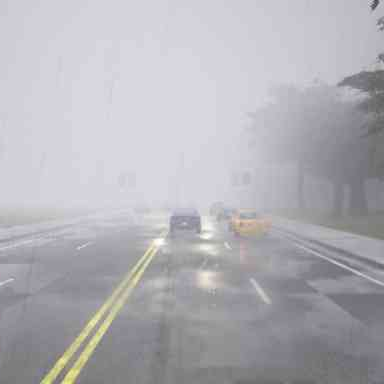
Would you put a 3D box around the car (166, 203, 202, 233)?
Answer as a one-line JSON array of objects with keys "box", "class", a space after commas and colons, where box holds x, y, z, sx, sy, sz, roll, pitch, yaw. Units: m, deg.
[{"box": [-0.358, 1.770, 22.069, 1.882, 1.535, 5.008, 0, -1, 2], "class": "car"}]

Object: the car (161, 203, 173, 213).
[{"box": [-3.411, 2.291, 48.445, 2.033, 1.411, 5.357, 0, -1, 0], "class": "car"}]

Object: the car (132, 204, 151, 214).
[{"box": [-6.658, 2.227, 44.399, 1.994, 1.385, 4.181, 0, -1, 0], "class": "car"}]

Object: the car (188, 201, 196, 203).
[{"box": [-0.019, 2.443, 58.491, 2.128, 1.511, 4.902, 0, -1, 0], "class": "car"}]

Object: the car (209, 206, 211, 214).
[{"box": [3.190, 2.040, 41.476, 2.033, 1.649, 4.856, 0, -1, 0], "class": "car"}]

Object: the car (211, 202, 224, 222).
[{"box": [3.207, 1.923, 30.501, 2.163, 1.488, 4.792, 0, -1, 0], "class": "car"}]

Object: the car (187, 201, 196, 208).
[{"box": [-0.108, 2.792, 74.959, 1.882, 1.535, 5.008, 0, -1, 0], "class": "car"}]

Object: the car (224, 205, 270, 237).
[{"box": [3.222, 1.714, 19.659, 1.801, 1.575, 5.366, 0, -1, 0], "class": "car"}]
